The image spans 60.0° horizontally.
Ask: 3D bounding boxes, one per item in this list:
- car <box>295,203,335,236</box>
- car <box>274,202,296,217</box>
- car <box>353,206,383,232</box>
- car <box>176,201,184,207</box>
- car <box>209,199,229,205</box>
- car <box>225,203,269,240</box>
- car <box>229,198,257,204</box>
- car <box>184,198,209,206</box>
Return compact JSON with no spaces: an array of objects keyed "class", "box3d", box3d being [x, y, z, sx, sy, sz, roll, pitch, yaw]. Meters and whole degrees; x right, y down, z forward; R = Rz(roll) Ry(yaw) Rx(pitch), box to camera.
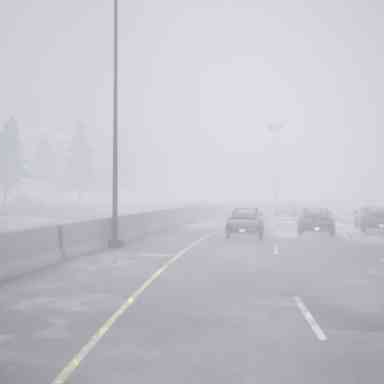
[{"class":"car","box3d":[7.057,1.602,19.130,1.837,1.490,4.892,0,0,17]},{"class":"car","box3d":[9.811,1.711,33.672,2.033,1.411,5.357,0,0,31]},{"class":"car","box3d":[11.306,1.618,20.643,1.837,1.490,4.892,0,0,21]},{"class":"car","box3d":[-0.519,1.832,55.566,1.895,1.301,4.718,0,0,39]},{"class":"car","box3d":[5.077,1.790,51.310,1.994,1.385,4.181,0,0,39]},{"class":"car","box3d":[2.999,1.573,17.728,2.128,1.511,4.902,0,0,16]},{"class":"car","box3d":[8.014,1.730,49.433,1.837,1.490,4.892,0,-1,40]},{"class":"car","box3d":[1.277,1.746,52.150,1.812,1.442,4.674,0,0,38]}]
